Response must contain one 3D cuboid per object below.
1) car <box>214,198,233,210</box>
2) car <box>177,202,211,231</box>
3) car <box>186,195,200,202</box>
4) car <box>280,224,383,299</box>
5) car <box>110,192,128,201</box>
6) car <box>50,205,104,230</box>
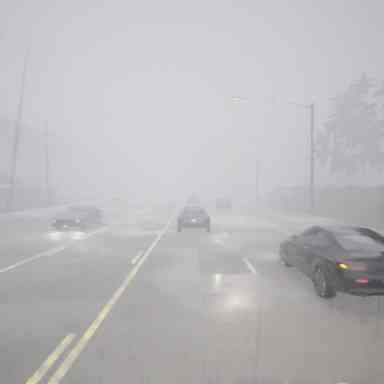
[{"bbox_3d":[3.611,1.342,38.602,2.033,1.411,5.357,0,1,0],"label":"car"},{"bbox_3d":[0.106,1.549,20.444,1.994,1.385,4.181,0,0,0],"label":"car"},{"bbox_3d":[0.113,1.154,47.980,2.033,1.411,5.357,0,1,0],"label":"car"},{"bbox_3d":[3.603,1.523,8.298,1.812,1.442,4.674,0,0,0],"label":"car"},{"bbox_3d":[-10.486,0.700,47.893,1.882,1.535,5.008,0,1,0],"label":"car"},{"bbox_3d":[-7.083,1.530,21.234,2.033,1.411,5.357,0,0,0],"label":"car"}]
